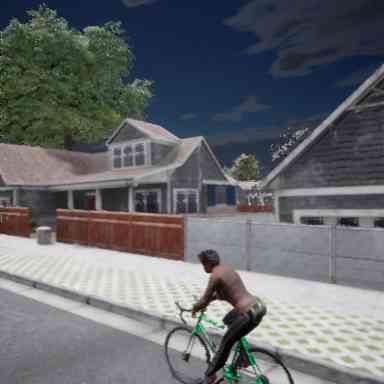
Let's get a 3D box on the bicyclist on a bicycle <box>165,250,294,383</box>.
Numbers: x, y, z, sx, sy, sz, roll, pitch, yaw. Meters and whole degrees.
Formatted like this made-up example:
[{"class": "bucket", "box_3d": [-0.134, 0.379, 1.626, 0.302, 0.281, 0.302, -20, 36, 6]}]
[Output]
[{"class": "bicyclist on a bicycle", "box_3d": [0.323, 1.478, 3.653, 1.656, 1.620, 0.582, -1, -1, 36]}]
